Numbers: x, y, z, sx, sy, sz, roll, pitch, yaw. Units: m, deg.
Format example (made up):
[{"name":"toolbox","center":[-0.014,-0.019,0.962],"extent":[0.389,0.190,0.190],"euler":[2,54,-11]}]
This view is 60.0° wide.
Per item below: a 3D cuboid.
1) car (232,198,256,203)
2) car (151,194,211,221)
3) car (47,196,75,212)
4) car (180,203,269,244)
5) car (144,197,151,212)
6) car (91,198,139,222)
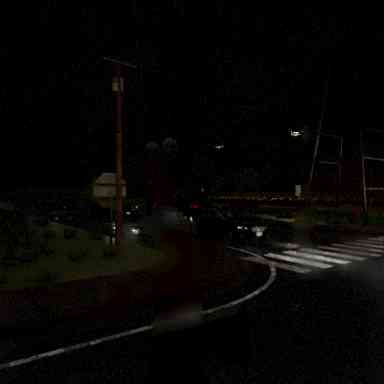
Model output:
[{"name":"car","center":[6.927,1.515,44.265],"extent":[3.905,1.438,1.784],"euler":[0,0,-36]},{"name":"car","center":[-0.643,1.221,24.995],"extent":[2.150,2.045,5.566],"euler":[0,0,-34]},{"name":"car","center":[-15.914,1.504,39.765],"extent":[1.837,1.490,4.892],"euler":[0,0,-36]},{"name":"car","center":[1.629,1.490,16.023],"extent":[2.128,1.511,4.902],"euler":[0,0,-29]},{"name":"car","center":[-2.734,1.503,35.686],"extent":[4.193,1.474,1.816],"euler":[0,0,-36]},{"name":"car","center":[-6.338,1.220,26.850],"extent":[2.150,2.045,5.566],"euler":[0,0,-36]}]
